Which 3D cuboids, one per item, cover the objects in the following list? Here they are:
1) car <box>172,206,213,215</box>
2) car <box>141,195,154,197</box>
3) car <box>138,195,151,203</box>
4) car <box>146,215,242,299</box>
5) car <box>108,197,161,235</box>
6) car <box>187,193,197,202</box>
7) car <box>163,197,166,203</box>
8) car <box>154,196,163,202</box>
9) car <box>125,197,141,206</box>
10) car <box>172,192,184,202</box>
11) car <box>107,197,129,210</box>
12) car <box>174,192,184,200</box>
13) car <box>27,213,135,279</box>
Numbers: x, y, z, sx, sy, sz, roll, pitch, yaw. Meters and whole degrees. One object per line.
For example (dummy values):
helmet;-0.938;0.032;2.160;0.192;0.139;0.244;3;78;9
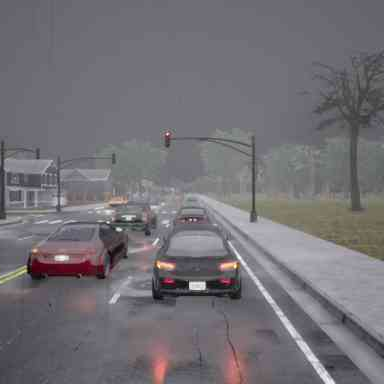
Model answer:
car;0.031;1.504;17.424;1.837;1.490;4.892;0;0;1
car;-6.604;1.494;44.413;1.837;1.490;4.892;0;0;0
car;-9.765;1.463;68.572;2.128;1.511;4.902;0;0;0
car;0.099;1.525;8.295;1.812;1.442;4.674;0;0;0
car;-3.164;1.351;18.656;2.097;1.767;4.553;0;0;0
car;-0.016;1.508;75.036;1.994;1.385;4.181;0;0;0
car;-6.515;1.532;68.964;1.994;1.385;4.181;0;0;0
car;-6.600;1.472;55.499;2.128;1.511;4.902;0;0;0
car;-9.845;1.543;55.595;1.994;1.385;4.181;0;0;0
car;-3.266;1.311;75.006;2.097;1.767;4.553;0;0;0
car;-9.860;1.467;44.455;1.882;1.535;5.008;0;0;-1
car;-3.268;1.029;85.070;2.150;2.045;5.566;0;0;0
car;-3.149;1.564;10.016;1.994;1.385;4.181;0;0;0
